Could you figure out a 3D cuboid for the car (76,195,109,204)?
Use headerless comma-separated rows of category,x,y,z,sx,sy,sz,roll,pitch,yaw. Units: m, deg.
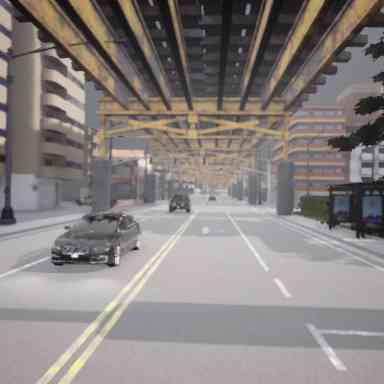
car,-14.278,1.082,47.634,4.536,1.218,1.853,1,0,29

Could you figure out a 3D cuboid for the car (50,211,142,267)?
car,-2.983,1.462,11.318,1.837,1.490,4.892,1,0,4

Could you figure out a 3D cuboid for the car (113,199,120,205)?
car,-13.651,1.255,51.740,4.974,1.542,2.038,1,0,-16

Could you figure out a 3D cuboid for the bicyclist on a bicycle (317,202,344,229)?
bicyclist on a bicycle,8.607,1.477,20.685,1.656,1.620,0.582,1,0,4

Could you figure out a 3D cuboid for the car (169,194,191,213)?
car,-1.255,1.238,37.520,2.150,2.045,5.566,1,0,4

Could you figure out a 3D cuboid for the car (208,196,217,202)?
car,5.030,1.655,82.110,1.837,1.490,4.892,1,0,4

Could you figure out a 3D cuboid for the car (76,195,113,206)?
car,-14.235,1.240,47.609,4.974,1.542,2.038,1,0,29
